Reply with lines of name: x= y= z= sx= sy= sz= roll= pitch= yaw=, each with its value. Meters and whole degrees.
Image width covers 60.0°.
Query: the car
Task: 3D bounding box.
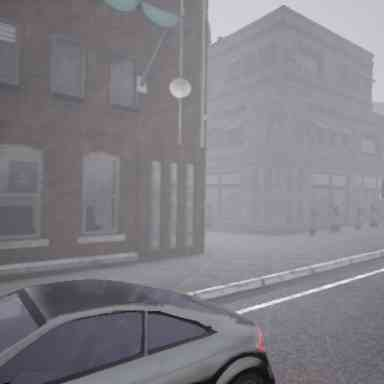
car: x=-1.250 y=1.564 z=2.806 sx=4.181 sy=1.385 sz=1.994 roll=0 pitch=0 yaw=-36
